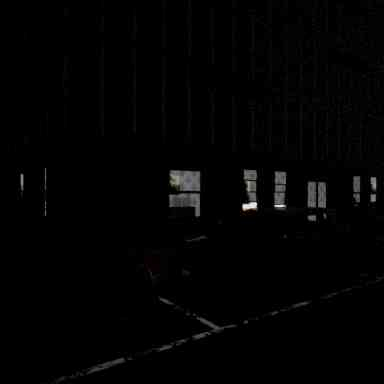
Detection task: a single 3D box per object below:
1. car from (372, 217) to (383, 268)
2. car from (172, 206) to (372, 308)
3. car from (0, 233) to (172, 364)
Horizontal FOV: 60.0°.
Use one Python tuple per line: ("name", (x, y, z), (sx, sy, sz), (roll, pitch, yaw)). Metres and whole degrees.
("car", (6.468, 1.561, 11.329), (4.313, 1.339, 1.947), (0, 0, -35))
("car", (1.937, 1.314, 8.105), (5.009, 1.841, 2.192), (0, 0, -35))
("car", (-2.594, 1.440, 4.884), (4.097, 1.590, 1.967), (0, 0, -35))
